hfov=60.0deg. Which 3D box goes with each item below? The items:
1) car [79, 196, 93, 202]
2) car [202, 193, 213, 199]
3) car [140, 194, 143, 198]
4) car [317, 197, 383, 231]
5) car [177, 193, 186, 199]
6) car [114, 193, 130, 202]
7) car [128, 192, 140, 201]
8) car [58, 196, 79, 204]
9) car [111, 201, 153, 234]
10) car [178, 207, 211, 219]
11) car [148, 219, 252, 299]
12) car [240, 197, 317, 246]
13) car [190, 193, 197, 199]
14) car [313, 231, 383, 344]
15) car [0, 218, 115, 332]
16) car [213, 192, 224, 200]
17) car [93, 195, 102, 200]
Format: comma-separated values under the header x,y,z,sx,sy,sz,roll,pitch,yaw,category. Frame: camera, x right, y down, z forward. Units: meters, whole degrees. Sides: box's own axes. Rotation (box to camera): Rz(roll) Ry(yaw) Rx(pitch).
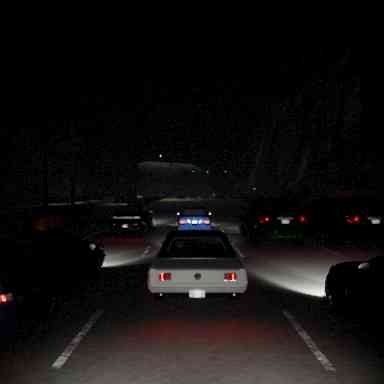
x,y,z,sx,sy,sz,roll,pitch,yaw,category
-24.291,1.511,74.366,1.895,1.301,4.718,0,0,1,car
3.890,1.217,93.169,2.128,1.511,4.902,0,1,1,car
-13.690,1.335,84.887,1.812,1.442,4.674,0,1,1,car
7.117,1.223,15.557,2.150,2.045,5.566,0,0,0,car
-3.110,1.170,93.230,1.882,1.535,5.008,0,1,1,car
-13.880,1.463,64.614,1.837,1.490,4.892,0,0,0,car
-13.787,1.137,74.707,2.150,2.045,5.566,0,0,1,car
-24.379,1.436,64.684,1.882,1.535,5.008,0,0,0,car
-3.371,1.493,19.144,2.128,1.511,4.902,0,0,0,car
0.131,1.548,19.219,2.033,1.411,5.357,0,0,0,car
0.111,1.601,8.397,1.895,1.301,4.718,0,0,0,car
3.618,1.223,15.526,2.150,2.045,5.566,0,0,0,car
0.394,1.242,93.579,1.994,1.385,4.181,0,1,1,car
3.605,1.564,4.924,1.994,1.385,4.181,0,0,0,car
-3.390,1.548,7.183,2.033,1.411,5.357,0,0,0,car
7.326,1.329,86.453,2.033,1.411,5.357,0,1,1,car
-24.194,1.370,84.438,1.994,1.385,4.181,0,1,1,car
